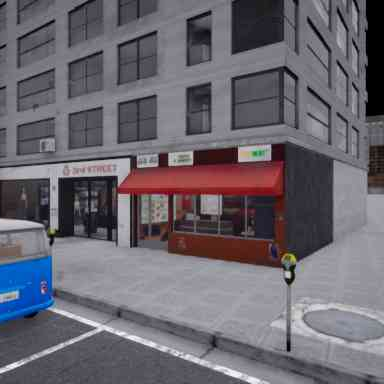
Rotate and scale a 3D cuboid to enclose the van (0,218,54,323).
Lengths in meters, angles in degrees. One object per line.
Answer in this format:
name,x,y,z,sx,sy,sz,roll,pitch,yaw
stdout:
van,-4.259,1.341,6.093,3.998,1.788,1.690,0,0,35
